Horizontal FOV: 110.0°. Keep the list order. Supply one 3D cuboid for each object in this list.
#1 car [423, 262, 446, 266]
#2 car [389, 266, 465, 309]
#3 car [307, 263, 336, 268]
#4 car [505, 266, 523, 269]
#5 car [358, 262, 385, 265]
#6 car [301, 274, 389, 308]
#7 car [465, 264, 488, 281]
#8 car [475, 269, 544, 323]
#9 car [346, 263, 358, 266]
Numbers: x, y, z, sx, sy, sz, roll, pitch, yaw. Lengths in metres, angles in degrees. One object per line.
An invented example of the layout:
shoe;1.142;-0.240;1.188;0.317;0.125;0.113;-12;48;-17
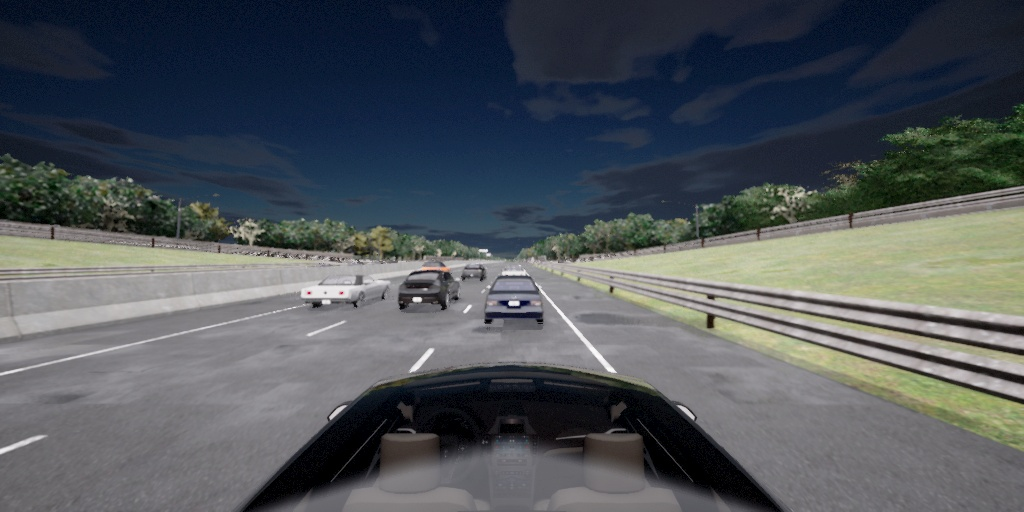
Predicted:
car;-6.827;1.281;32.209;2.097;1.767;4.553;0;0;0
car;-3.401;1.335;15.360;1.837;1.490;4.892;0;0;0
car;-24.431;1.613;46.291;1.895;1.301;4.718;0;0;0
car;0.168;1.521;30.724;1.895;1.301;4.718;0;0;0
car;-17.437;1.514;45.937;1.837;1.490;4.892;0;0;0
car;-6.897;1.432;15.583;1.895;1.301;4.718;0;0;0
car;-3.325;1.421;32.403;2.128;1.511;4.902;0;0;0
car;0.077;1.360;12.357;2.033;1.411;5.357;0;0;1
car;-20.921;1.584;47.590;1.994;1.385;4.181;0;0;1
